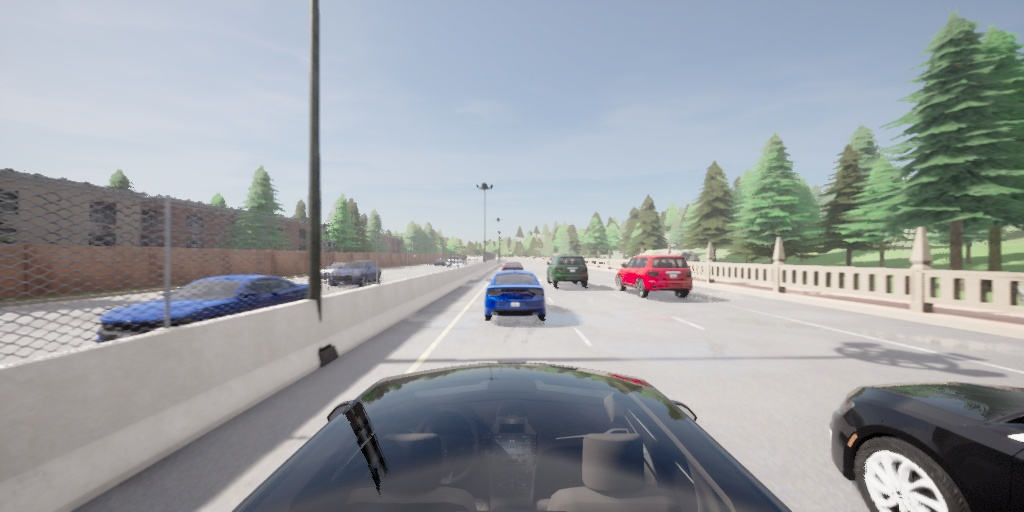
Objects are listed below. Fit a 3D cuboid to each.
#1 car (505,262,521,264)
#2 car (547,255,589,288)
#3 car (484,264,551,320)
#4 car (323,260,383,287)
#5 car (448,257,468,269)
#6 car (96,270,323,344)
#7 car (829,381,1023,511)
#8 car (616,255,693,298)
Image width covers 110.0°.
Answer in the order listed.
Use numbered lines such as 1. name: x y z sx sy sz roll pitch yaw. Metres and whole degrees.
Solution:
1. car: 0.090 1.232 31.053 1.882 1.535 5.008 0 0 0
2. car: 3.594 0.974 23.881 2.150 2.045 5.566 0 0 0
3. car: 0.094 1.229 12.683 1.882 1.535 5.008 0 0 0
4. car: -10.604 1.108 24.636 2.097 1.767 4.553 0 0 0
5. car: -7.094 1.285 49.216 1.812 1.442 4.674 0 0 0
6. car: -7.102 1.231 9.051 1.882 1.535 5.008 0 0 0
7. car: 3.568 1.254 0.979 1.837 1.490 4.892 0 0 0
8. car: 7.095 0.972 18.433 2.150 2.045 5.566 0 0 0
